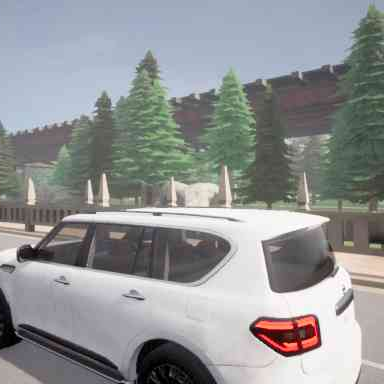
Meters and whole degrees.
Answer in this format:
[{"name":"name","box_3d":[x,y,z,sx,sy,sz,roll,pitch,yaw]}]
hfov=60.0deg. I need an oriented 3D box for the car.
[{"name":"car","box_3d":[-0.790,1.221,4.574,5.566,2.045,2.150,0,0,36]}]
